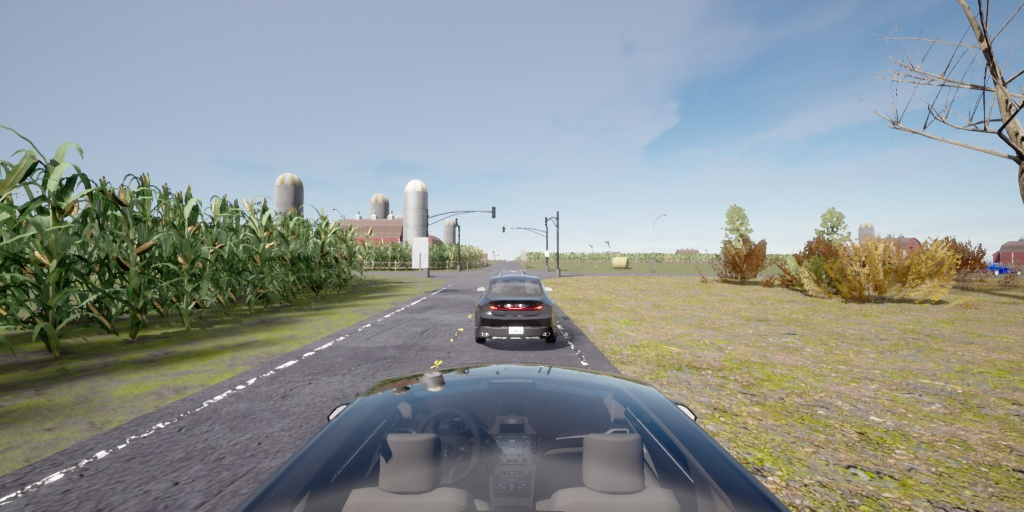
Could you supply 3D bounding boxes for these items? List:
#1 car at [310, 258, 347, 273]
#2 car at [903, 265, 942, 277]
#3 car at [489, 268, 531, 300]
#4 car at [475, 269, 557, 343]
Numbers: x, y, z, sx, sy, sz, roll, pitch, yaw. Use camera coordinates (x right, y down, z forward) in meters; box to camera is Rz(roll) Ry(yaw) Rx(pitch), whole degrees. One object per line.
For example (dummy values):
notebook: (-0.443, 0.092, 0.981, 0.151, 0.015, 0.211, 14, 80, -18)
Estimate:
car: (-19.828, 0.931, 37.659, 4.553, 1.767, 2.097, 0, -1, -3)
car: (48.559, 1.768, 42.536, 4.181, 1.385, 1.994, 1, -1, -5)
car: (0.032, 1.360, 18.823, 1.895, 1.301, 4.718, 0, 0, 4)
car: (0.080, 1.259, 9.672, 1.837, 1.490, 4.892, 0, 0, 0)
